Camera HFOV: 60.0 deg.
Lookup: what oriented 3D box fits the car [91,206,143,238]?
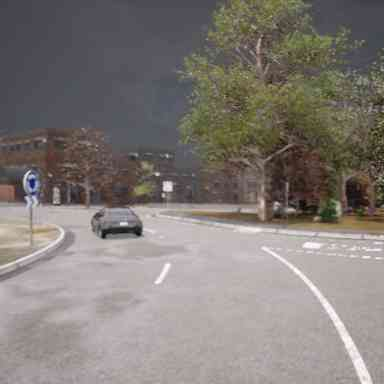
[{"bbox_3d":[-3.859,1.388,16.765,1.994,1.385,4.181,0,0,-23],"label":"car"}]
